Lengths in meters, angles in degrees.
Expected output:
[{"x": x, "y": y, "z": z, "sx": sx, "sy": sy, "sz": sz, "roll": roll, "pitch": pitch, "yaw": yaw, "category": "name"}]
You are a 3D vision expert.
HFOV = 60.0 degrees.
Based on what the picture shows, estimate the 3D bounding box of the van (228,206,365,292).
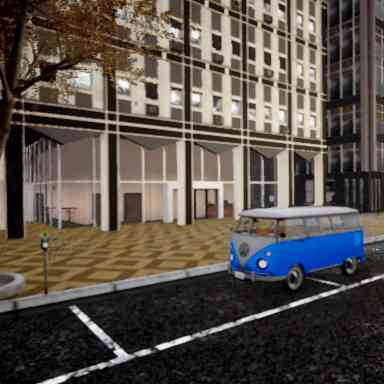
[{"x": 2.752, "y": 1.291, "z": 8.533, "sx": 3.998, "sy": 1.788, "sz": 1.690, "roll": -1, "pitch": 0, "yaw": -36, "category": "van"}]
